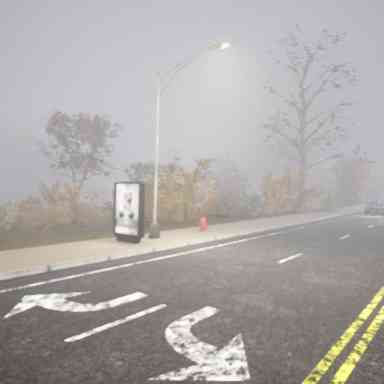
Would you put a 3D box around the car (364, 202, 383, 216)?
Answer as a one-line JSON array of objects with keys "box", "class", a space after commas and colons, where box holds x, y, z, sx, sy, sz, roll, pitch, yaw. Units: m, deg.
[{"box": [19.952, 1.773, 35.924, 1.994, 1.385, 4.181, 1, 0, 36], "class": "car"}]
